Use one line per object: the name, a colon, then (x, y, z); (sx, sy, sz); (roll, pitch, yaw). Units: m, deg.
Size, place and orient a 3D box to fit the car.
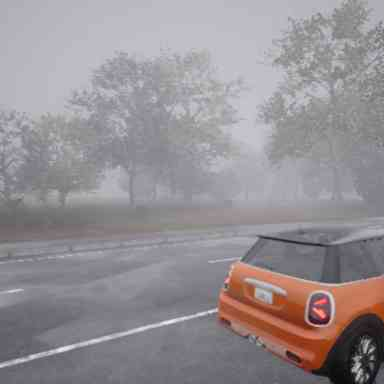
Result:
car: (2.693, 1.338, 5.408); (4.553, 1.767, 2.097); (0, 0, -33)
